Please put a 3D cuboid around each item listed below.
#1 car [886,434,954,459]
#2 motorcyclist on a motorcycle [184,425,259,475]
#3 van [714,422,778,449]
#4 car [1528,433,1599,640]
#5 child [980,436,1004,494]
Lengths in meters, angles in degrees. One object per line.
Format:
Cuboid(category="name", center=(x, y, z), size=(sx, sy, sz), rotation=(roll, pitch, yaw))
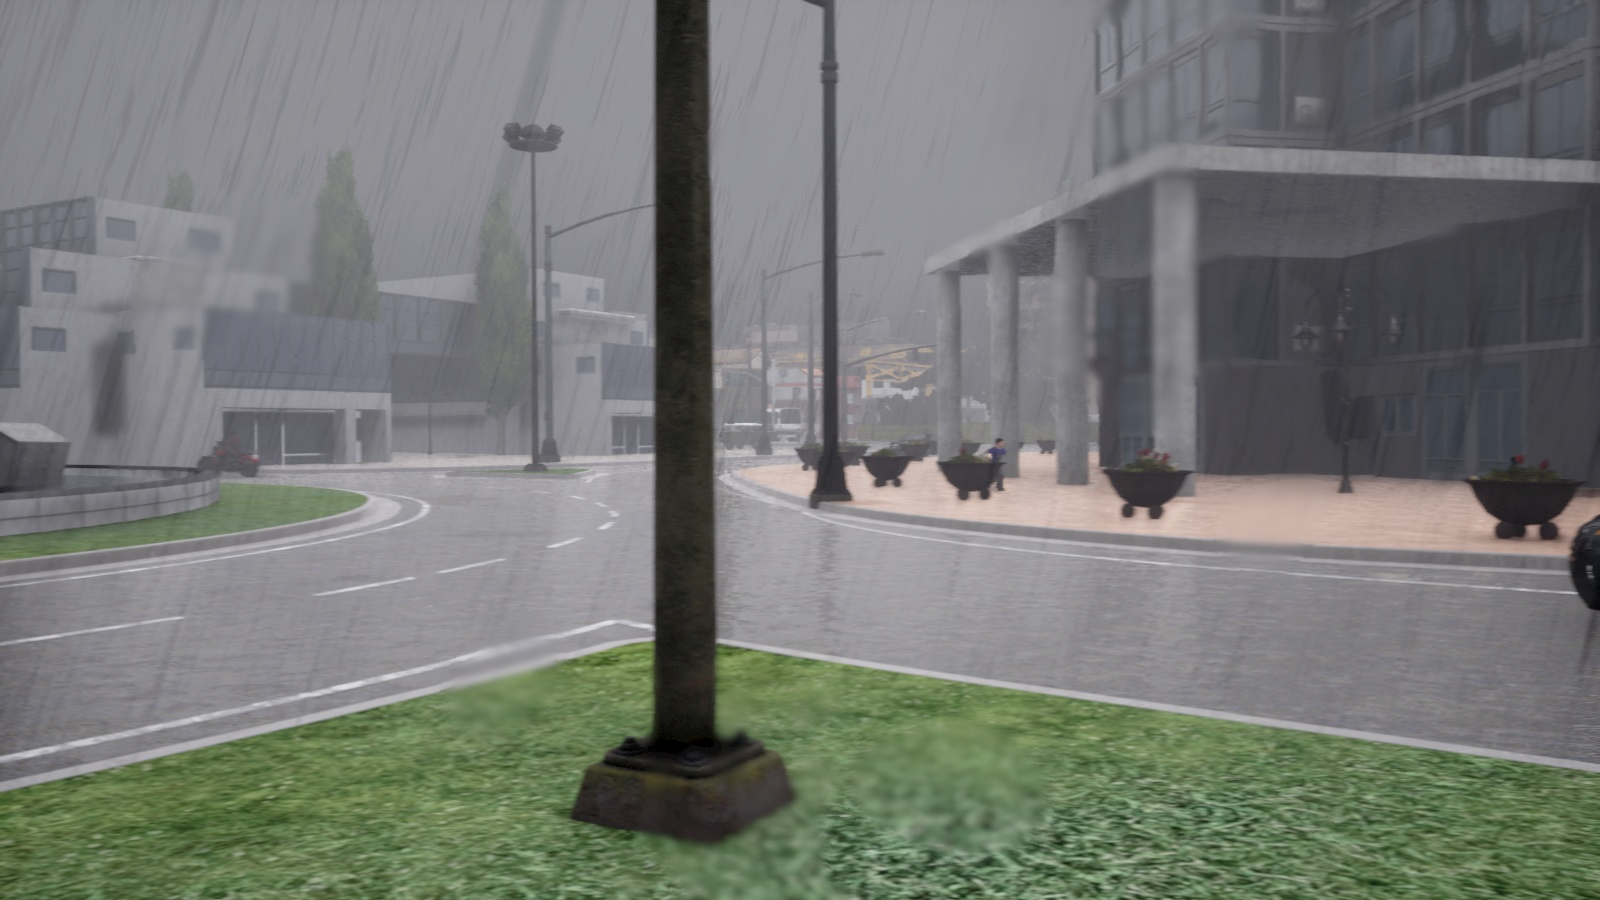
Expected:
Cuboid(category="car", center=(6.572, -0.195, 68.270), size=(1.895, 1.301, 4.718), rotation=(1, 1, 30))
Cuboid(category="motorcyclist on a motorcycle", center=(-19.683, -0.009, 42.750), size=(2.350, 1.649, 0.766), rotation=(0, 1, 14))
Cuboid(category="van", center=(-4.197, -1.144, 97.261), size=(4.480, 2.038, 2.069), rotation=(1, 1, 30))
Cuboid(category="car", center=(7.935, 0.650, 8.982), size=(4.514, 1.525, 2.007), rotation=(1, 1, 36))
Cuboid(category="child", center=(4.175, 0.318, 27.303), size=(0.437, 1.263, 0.270), rotation=(1, 1, 39))
